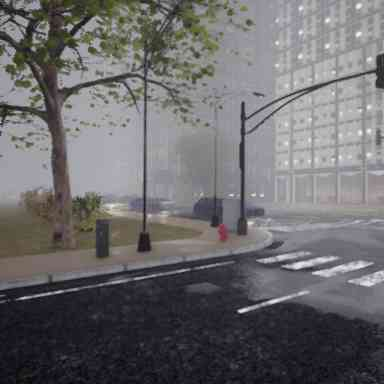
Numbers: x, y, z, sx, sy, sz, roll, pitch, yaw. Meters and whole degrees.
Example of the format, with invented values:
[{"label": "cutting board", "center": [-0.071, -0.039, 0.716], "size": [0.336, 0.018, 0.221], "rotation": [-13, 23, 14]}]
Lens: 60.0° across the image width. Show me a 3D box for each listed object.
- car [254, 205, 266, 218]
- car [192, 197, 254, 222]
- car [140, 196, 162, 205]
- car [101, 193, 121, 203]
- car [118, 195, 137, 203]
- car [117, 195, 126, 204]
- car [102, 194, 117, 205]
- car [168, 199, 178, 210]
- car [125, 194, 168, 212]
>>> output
[{"label": "car", "center": [3.821, 1.290, 27.297], "size": [1.882, 1.535, 5.008], "rotation": [0, 0, -34]}, {"label": "car", "center": [1.975, 1.144, 24.204], "size": [2.097, 1.767, 4.553], "rotation": [0, 0, -33]}, {"label": "car", "center": [-6.852, 1.337, 55.328], "size": [1.812, 1.442, 4.674], "rotation": [0, 0, -34]}, {"label": "car", "center": [-15.072, 1.123, 61.843], "size": [2.097, 1.767, 4.553], "rotation": [0, 0, -34]}, {"label": "car", "center": [-12.381, 1.320, 63.663], "size": [1.812, 1.442, 4.674], "rotation": [0, 0, -34]}, {"label": "car", "center": [-10.034, 1.139, 54.287], "size": [2.097, 1.767, 4.553], "rotation": [0, 0, -33]}, {"label": "car", "center": [-14.099, 1.237, 54.460], "size": [1.882, 1.535, 5.008], "rotation": [1, 0, -33]}, {"label": "car", "center": [-3.433, 1.317, 38.236], "size": [1.812, 1.442, 4.674], "rotation": [0, 0, -33]}, {"label": "car", "center": [-4.770, 1.250, 34.370], "size": [1.882, 1.535, 5.008], "rotation": [0, 0, -34]}]
